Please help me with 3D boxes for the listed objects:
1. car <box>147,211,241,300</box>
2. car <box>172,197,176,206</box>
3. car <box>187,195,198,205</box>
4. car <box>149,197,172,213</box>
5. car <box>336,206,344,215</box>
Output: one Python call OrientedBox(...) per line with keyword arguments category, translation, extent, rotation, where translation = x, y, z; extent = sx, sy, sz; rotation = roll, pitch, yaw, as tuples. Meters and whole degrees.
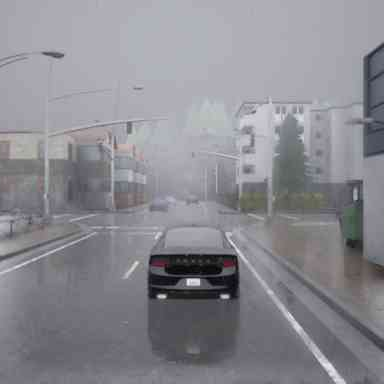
OrientedBox(category="car", translation=(0.049, 1.477, 8.475), extent=(1.882, 1.535, 5.008), rotation=(0, 0, 1))
OrientedBox(category="car", translation=(-3.590, 1.523, 54.208), extent=(1.812, 1.442, 4.674), rotation=(0, 0, 0))
OrientedBox(category="car", translation=(0.096, 1.349, 60.280), extent=(2.097, 1.767, 4.553), rotation=(0, 0, 0))
OrientedBox(category="car", translation=(-3.602, 1.475, 36.945), extent=(1.882, 1.535, 5.008), rotation=(0, 0, 0))
OrientedBox(category="car", translation=(13.933, 1.370, 25.372), extent=(5.357, 1.411, 2.033), rotation=(0, 0, -2))
